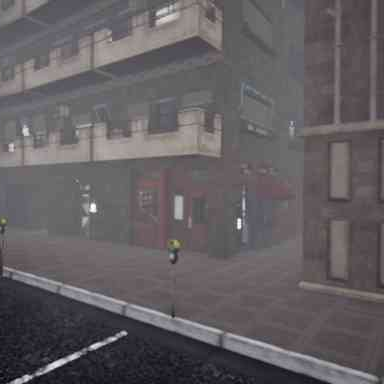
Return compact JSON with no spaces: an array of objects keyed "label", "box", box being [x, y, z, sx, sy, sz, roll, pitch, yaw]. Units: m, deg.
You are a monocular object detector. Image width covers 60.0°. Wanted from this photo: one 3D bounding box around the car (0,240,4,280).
[{"label":"car","box":[-6.021,1.191,7.169,5.009,1.841,2.192,1,0,35]}]
